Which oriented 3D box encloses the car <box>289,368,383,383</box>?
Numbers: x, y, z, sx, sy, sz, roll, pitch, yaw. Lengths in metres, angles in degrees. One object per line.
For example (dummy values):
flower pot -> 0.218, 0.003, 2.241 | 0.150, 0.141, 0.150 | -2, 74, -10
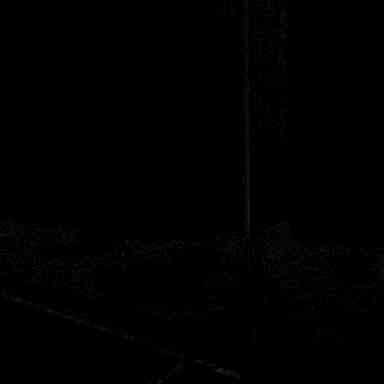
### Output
car -> 2.307, 1.571, 1.315 | 4.206, 1.307, 1.802 | -1, 0, 36
